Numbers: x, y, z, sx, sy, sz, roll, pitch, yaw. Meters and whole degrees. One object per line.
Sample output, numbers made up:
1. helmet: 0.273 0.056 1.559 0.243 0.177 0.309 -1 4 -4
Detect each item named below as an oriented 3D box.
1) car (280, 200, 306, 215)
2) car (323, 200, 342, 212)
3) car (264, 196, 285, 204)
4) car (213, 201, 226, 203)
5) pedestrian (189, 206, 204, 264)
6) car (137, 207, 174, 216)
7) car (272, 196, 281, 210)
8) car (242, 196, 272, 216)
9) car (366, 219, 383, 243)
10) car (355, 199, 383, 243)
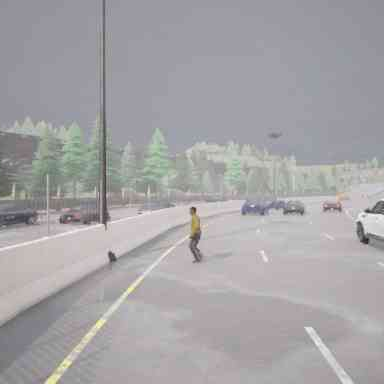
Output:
1. car: 10.710 1.564 34.603 1.994 1.385 4.181 0 0 22
2. car: 16.651 1.601 39.179 1.895 1.301 4.718 0 0 26
3. car: 16.127 1.493 64.771 2.128 1.511 4.902 0 0 37
4. car: 4.513 1.547 60.453 2.033 1.411 5.357 0 0 34
5. pedestrian: 0.099 1.294 10.405 0.375 1.860 0.375 0 0 6
6. car: -2.949 1.491 27.875 2.128 1.511 4.902 0 0 17
7. car: 10.450 1.352 42.568 2.097 1.767 4.553 0 0 28
8. car: 6.388 1.352 33.136 2.097 1.767 4.553 0 0 20
9. car: 3.809 1.351 2.989 2.097 1.767 4.553 0 0 1
10. car: 8.166 1.222 12.685 2.150 2.045 5.566 0 0 8
